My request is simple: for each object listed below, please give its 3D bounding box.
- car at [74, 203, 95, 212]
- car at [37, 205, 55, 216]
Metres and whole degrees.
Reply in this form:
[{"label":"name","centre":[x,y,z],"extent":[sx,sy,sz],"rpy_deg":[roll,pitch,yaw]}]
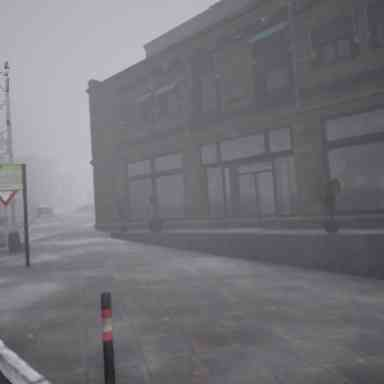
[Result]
[{"label":"car","centre":[-17.653,2.537,55.448],"extent":[1.895,1.301,4.718],"rpy_deg":[-4,1,11]},{"label":"car","centre":[-20.609,2.543,47.011],"extent":[1.882,1.535,5.008],"rpy_deg":[-4,-1,-16]}]
